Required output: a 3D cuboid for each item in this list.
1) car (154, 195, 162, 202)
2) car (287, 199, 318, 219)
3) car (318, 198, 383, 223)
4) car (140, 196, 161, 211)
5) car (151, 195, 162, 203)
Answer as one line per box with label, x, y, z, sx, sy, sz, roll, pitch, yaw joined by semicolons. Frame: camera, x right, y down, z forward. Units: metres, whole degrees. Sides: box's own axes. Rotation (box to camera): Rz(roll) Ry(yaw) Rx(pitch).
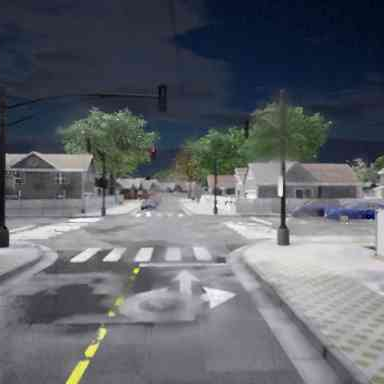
car;-6.447;1.388;56.310;2.097;1.767;4.553;0;0;-4
car;10.387;1.340;27.946;4.553;1.767;2.097;0;0;-3
car;12.430;1.432;24.814;5.008;1.535;1.882;0;0;-3
car;-5.271;1.596;41.350;1.994;1.385;4.181;0;0;-4
car;-7.579;1.467;72.192;2.128;1.511;4.902;0;0;-3
